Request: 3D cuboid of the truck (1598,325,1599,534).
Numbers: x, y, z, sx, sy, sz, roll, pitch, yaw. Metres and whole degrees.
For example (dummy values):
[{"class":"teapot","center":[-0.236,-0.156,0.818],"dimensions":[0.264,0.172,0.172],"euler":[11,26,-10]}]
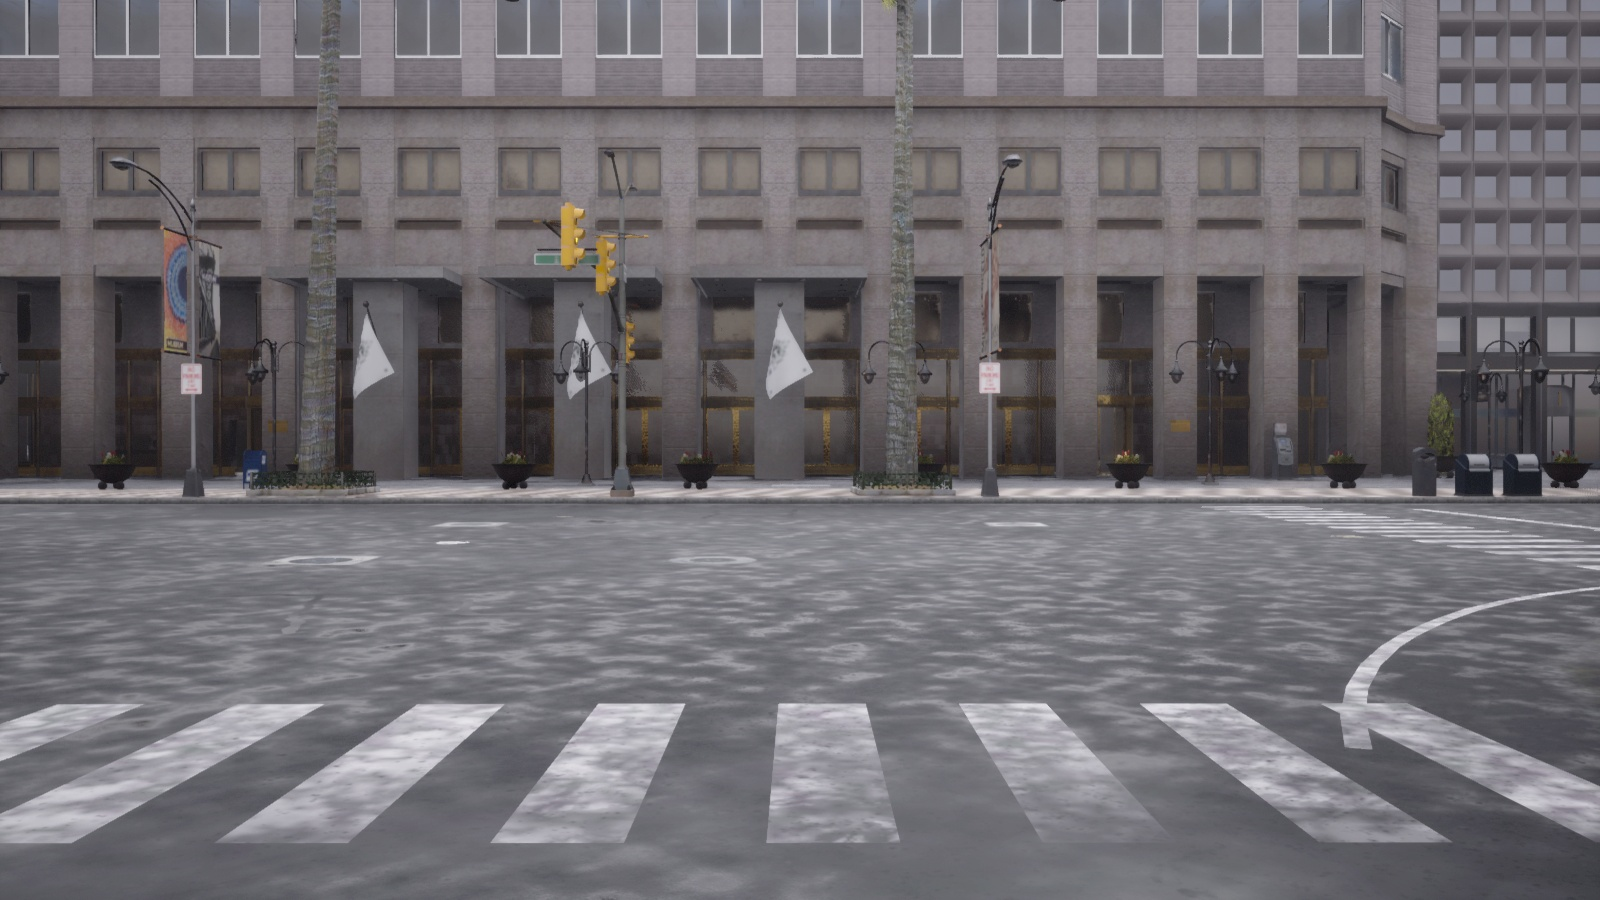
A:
[{"class":"truck","center":[17.181,-0.322,19.323],"dimensions":[7.936,3.462,2.891],"euler":[0,0,0]}]
